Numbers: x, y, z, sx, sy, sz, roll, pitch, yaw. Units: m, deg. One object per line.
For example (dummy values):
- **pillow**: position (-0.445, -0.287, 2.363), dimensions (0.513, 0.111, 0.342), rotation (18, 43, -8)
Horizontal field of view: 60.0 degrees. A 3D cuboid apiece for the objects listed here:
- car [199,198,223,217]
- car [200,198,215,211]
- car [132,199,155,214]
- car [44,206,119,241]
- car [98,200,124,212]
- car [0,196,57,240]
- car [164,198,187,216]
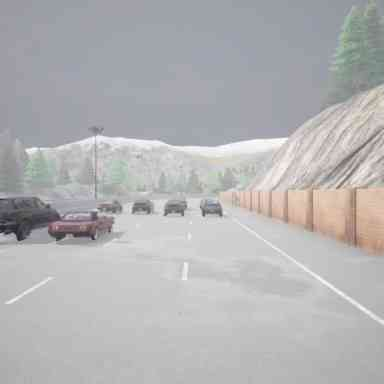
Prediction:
- **car**: position (1.842, 1.491, 31.792), dimensions (2.128, 1.511, 4.902), rotation (0, 0, 0)
- **car**: position (1.926, 1.526, 42.669), dimensions (1.812, 1.442, 4.674), rotation (0, 0, 1)
- **car**: position (-5.132, 1.503, 35.391), dimensions (1.837, 1.490, 4.892), rotation (0, -1, 0)
- **car**: position (-5.280, 1.601, 16.627), dimensions (1.895, 1.301, 4.718), rotation (0, 0, 0)
- **car**: position (-8.630, 1.526, 35.165), dimensions (1.812, 1.442, 4.674), rotation (0, 0, 1)
- **car**: position (-8.777, 1.221, 17.018), dimensions (2.150, 2.045, 5.566), rotation (0, 0, 0)
- **car**: position (-1.653, 1.505, 32.365), dimensions (1.837, 1.490, 4.892), rotation (0, 0, 0)
